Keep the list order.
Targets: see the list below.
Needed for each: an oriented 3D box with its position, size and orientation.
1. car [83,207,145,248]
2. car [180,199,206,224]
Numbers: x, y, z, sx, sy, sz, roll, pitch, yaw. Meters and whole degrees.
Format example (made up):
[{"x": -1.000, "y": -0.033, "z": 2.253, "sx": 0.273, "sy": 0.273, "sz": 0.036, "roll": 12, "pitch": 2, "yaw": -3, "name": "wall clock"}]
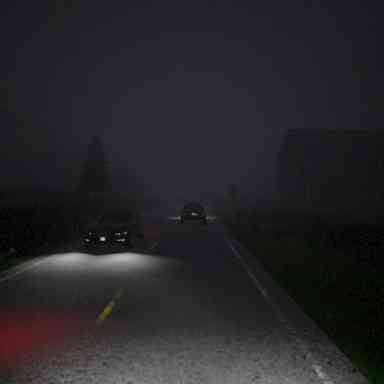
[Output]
[{"x": -3.260, "y": 1.478, "z": 14.655, "sx": 1.837, "sy": 1.490, "sz": 4.892, "roll": 0, "pitch": 0, "yaw": 0, "name": "car"}, {"x": 0.091, "y": 1.504, "z": 24.410, "sx": 2.033, "sy": 1.411, "sz": 5.357, "roll": 0, "pitch": 0, "yaw": 0, "name": "car"}]
